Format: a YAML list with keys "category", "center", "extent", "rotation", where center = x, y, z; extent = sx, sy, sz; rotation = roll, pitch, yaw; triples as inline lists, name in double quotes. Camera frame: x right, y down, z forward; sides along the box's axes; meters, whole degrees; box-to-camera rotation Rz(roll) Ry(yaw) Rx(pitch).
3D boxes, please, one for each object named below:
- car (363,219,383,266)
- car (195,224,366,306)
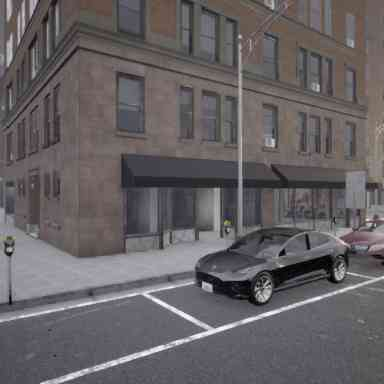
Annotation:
- category: "car"
  center: [6.540, 1.582, 11.267]
  extent: [4.206, 1.307, 1.802]
  rotation: [0, 0, -36]
- category: "car"
  center: [2.077, 1.566, 8.049]
  extent: [4.313, 1.339, 1.947]
  rotation: [0, 0, -36]
